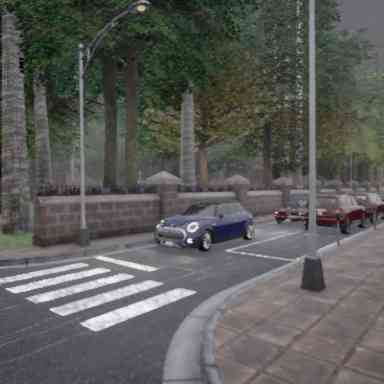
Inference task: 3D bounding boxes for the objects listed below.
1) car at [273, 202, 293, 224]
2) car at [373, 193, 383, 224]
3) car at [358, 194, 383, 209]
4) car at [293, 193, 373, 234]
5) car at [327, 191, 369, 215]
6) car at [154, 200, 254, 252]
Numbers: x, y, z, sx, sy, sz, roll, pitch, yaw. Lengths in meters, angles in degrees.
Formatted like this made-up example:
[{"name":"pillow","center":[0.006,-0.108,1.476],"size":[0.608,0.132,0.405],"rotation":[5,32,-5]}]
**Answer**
[{"name":"car","center":[6.900,1.267,20.751],"size":[1.895,1.301,4.718],"rotation":[0,1,40]},{"name":"car","center":[11.041,0.937,21.408],"size":[2.192,1.841,5.009],"rotation":[0,1,40]},{"name":"car","center":[19.369,0.942,35.452],"size":[1.994,1.385,4.181],"rotation":[0,1,41]},{"name":"car","center":[7.379,1.022,17.073],"size":[2.192,1.841,5.009],"rotation":[0,1,40]},{"name":"car","center":[13.380,0.868,28.411],"size":[2.097,1.767,4.553],"rotation":[0,1,40]},{"name":"car","center":[0.610,1.165,13.276],"size":[2.097,1.767,4.553],"rotation":[0,1,40]}]
